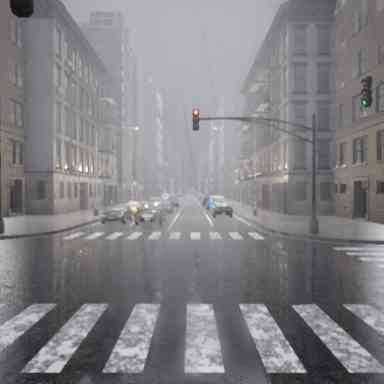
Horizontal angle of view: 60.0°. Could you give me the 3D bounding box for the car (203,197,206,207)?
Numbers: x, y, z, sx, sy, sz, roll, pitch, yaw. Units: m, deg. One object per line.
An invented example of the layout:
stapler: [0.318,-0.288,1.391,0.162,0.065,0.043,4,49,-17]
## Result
car: [2.638,1.539,40.548,1.802,1.307,4.206,0,0,0]

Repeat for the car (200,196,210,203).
car: [2.642,1.455,67.749,1.752,1.417,4.829,0,0,0]

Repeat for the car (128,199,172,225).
car: [-2.851,1.466,23.696,2.128,1.511,4.902,0,0,0]

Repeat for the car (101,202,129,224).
car: [-5.392,1.525,24.328,2.008,1.369,4.403,0,0,0]

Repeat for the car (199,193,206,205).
car: [2.640,1.261,51.361,2.192,1.841,5.009,0,0,0]

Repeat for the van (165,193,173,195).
van: [-5.437,1.271,67.577,1.690,1.788,3.998,0,0,0]

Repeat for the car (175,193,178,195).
car: [-5.459,1.458,89.202,2.008,1.369,4.403,0,0,0]

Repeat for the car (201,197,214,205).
car: [2.640,1.506,56.767,1.947,1.339,4.313,0,0,0]

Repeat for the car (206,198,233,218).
car: [2.636,1.519,29.736,2.008,1.369,4.403,0,0,0]

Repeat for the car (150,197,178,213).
car: [-2.847,1.511,34.170,2.033,1.411,5.357,0,0,0]

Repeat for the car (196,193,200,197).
car: [2.645,1.458,83.798,1.887,1.381,4.507,0,0,0]

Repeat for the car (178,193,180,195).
car: [-5.465,1.217,94.608,2.192,1.841,5.009,0,0,0]

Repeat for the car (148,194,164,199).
car: [-5.415,1.391,45.953,1.967,1.590,4.097,0,0,0]

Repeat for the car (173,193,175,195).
car: [-5.443,1.239,72.983,2.192,1.841,5.009,0,0,0]

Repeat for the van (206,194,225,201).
van: [2.637,1.304,35.142,1.690,1.788,3.998,0,0,0]

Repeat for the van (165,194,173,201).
van: [-5.448,1.260,78.390,1.690,1.788,3.998,0,0,0]

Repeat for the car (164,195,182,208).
car: [-2.834,1.514,46.837,1.994,1.385,4.181,0,0,1]

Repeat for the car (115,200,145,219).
car: [-5.398,1.494,29.564,1.752,1.417,4.829,0,0,0]
